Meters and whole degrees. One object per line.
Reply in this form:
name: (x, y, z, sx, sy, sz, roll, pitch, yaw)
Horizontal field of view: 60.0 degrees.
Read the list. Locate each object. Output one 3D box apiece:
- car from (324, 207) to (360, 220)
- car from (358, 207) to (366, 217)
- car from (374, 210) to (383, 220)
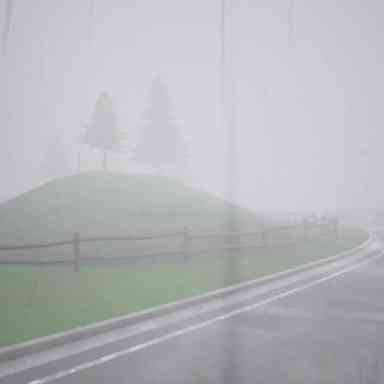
car: (20.914, 3.251, 47.685, 2.033, 1.411, 5.357, -1, -3, -13)
car: (26.156, 3.266, 54.786, 2.097, 1.767, 4.553, 0, -3, -20)
car: (25.083, 2.872, 42.126, 2.128, 1.511, 4.902, -1, -2, -4)
